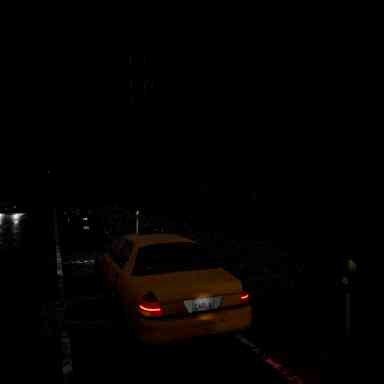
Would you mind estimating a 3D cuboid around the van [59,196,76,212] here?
[{"bbox_3d":[-14.640,1.342,39.064,1.690,1.788,3.998,0,0,-23],"label":"van"}]

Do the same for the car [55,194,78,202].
[{"bbox_3d":[-12.514,1.316,33.967,2.192,1.841,5.009,0,0,-23],"label":"car"}]

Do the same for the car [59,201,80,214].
[{"bbox_3d":[-8.260,1.551,23.771,2.008,1.369,4.403,0,0,-23],"label":"car"}]

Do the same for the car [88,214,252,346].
[{"bbox_3d":[-0.841,1.457,6.743,1.801,1.575,5.366,0,0,-23],"label":"car"}]

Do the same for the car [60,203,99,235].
[{"bbox_3d":[-6.134,1.551,18.673,2.008,1.369,4.403,0,0,-23],"label":"car"}]

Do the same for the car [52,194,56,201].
[{"bbox_3d":[-31.802,1.469,79.461,1.967,1.590,4.097,0,0,-24],"label":"car"}]

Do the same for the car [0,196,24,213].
[{"bbox_3d":[-19.875,1.526,36.285,1.812,1.442,4.674,0,0,-22],"label":"car"}]

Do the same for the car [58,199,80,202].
[{"bbox_3d":[-10.387,1.567,28.868,1.947,1.339,4.313,0,0,-23],"label":"car"}]
